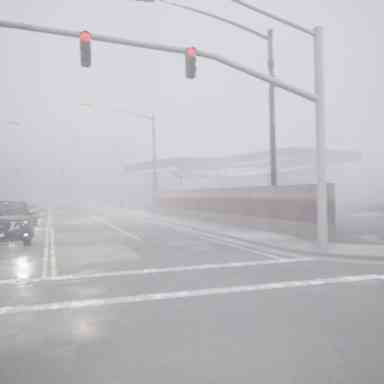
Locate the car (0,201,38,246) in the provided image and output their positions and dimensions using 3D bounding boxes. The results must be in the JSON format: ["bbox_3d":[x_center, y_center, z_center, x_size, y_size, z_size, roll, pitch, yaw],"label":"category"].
[{"bbox_3d":[-9.034,1.471,16.400,2.150,2.045,5.566,-1,0,-23],"label":"car"}]

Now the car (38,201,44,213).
[{"bbox_3d":[-16.862,1.949,34.841,1.837,1.490,4.892,-1,0,-23],"label":"car"}]

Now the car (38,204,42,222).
[{"bbox_3d":[-12.950,1.911,25.632,1.994,1.385,4.181,-1,0,-23],"label":"car"}]

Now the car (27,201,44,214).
[{"bbox_3d":[-21.394,2.035,45.620,1.882,1.535,5.008,-1,1,-23],"label":"car"}]
